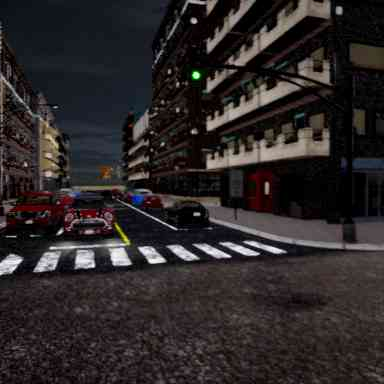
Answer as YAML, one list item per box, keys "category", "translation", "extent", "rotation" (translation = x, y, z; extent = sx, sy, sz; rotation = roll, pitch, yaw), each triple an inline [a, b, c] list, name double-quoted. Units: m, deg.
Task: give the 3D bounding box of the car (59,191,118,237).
- category: "car"
  translation: [-4.906, 1.016, 15.789]
  extent: [2.097, 1.767, 4.553]
  rotation: [0, 1, -18]

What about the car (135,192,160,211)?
- category: "car"
  translation: [-3.660, 0.962, 29.919]
  extent: [1.802, 1.307, 4.206]
  rotation: [0, 1, -17]

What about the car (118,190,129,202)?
- category: "car"
  translation: [-8.605, 0.496, 45.818]
  extent: [1.967, 1.590, 4.097]
  rotation: [0, 1, -17]

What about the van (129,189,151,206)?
- category: "van"
  translation: [-5.308, 0.613, 35.215]
  extent: [1.690, 1.788, 3.998]
  rotation: [0, 1, -17]

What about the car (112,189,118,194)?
- category: "car"
  translation: [-11.903, 0.390, 56.421]
  extent: [2.008, 1.369, 4.403]
  rotation: [0, 1, -17]

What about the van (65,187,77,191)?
- category: "van"
  translation: [-14.482, 0.550, 38.175]
  extent: [1.690, 1.788, 3.998]
  rotation: [0, 1, -17]

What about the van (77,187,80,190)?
- category: "van"
  translation: [-24.372, -0.104, 69.979]
  extent: [1.690, 1.788, 3.998]
  rotation: [0, 1, -17]

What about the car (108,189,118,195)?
- category: "car"
  translation: [-18.497, -0.056, 77.623]
  extent: [1.887, 1.381, 4.507]
  rotation: [0, 1, -17]

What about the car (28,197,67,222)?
- category: "car"
  translation: [-9.537, 1.077, 22.278]
  extent: [1.887, 1.381, 4.507]
  rotation: [0, 1, -17]

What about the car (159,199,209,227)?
- category: "car"
  translation: [-0.364, 1.160, 19.318]
  extent: [1.947, 1.339, 4.313]
  rotation: [0, 1, -17]

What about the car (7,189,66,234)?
- category: "car"
  translation: [-7.888, 0.954, 16.973]
  extent: [2.192, 1.841, 5.009]
  rotation: [0, 1, -17]

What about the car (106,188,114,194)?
- category: "car"
  translation: [-21.793, -0.271, 88.224]
  extent: [2.008, 1.369, 4.403]
  rotation: [0, 1, -17]

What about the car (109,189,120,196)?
- category: "car"
  translation: [-16.848, 0.055, 72.323]
  extent: [1.887, 1.381, 4.507]
  rotation: [0, 1, -17]

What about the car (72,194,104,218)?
- category: "car"
  translation: [-7.858, 0.966, 25.177]
  extent: [2.128, 1.511, 4.902]
  rotation: [0, 1, -17]

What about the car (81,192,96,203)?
- category: "car"
  translation: [-13.771, 0.685, 44.326]
  extent: [1.895, 1.301, 4.718]
  rotation: [0, 1, -17]

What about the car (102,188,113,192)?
- category: "car"
  translation: [-14.686, 0.333, 56.915]
  extent: [1.837, 1.490, 4.892]
  rotation: [0, 1, -17]

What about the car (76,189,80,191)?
- category: "car"
  translation: [-10.824, 0.771, 34.734]
  extent: [2.128, 1.511, 4.902]
  rotation: [0, 1, -17]
